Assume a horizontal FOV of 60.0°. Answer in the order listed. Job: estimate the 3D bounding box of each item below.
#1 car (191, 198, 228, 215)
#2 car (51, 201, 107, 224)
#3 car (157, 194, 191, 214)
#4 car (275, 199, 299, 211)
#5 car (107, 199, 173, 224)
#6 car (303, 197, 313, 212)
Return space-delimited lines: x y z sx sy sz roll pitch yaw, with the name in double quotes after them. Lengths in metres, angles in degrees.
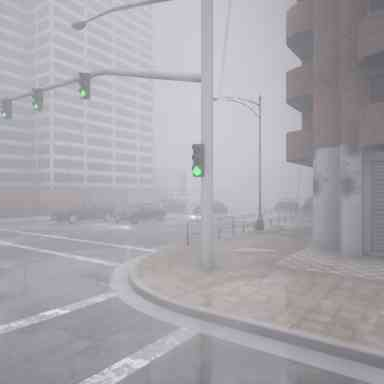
1.881 1.564 33.234 1.994 1.385 4.181 0 0 36 "car"
-8.118 1.478 25.195 1.882 1.535 5.008 0 0 35 "car"
-2.541 1.352 33.063 2.097 1.767 4.553 0 0 35 "car"
11.648 1.526 40.701 1.812 1.442 4.674 0 0 35 "car"
-3.817 1.526 25.182 1.812 1.442 4.674 0 0 35 "car"
14.527 1.352 38.682 2.097 1.767 4.553 0 0 35 "car"
